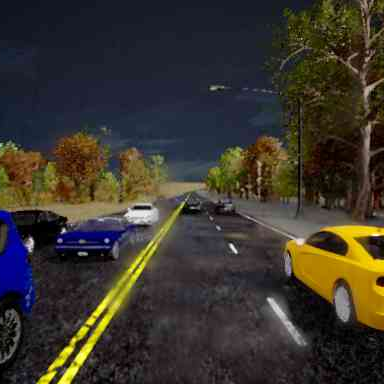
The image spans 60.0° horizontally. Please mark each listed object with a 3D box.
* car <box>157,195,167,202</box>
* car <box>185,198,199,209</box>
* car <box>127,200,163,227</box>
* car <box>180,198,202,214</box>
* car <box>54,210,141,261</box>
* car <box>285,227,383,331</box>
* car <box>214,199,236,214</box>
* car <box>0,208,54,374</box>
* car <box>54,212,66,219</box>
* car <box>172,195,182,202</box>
[{"bbox_3d":[-6.488,1.347,71.130,1.837,1.490,4.892,0,0,0],"label":"car"},{"bbox_3d":[0.036,1.534,46.056,1.895,1.301,4.718,0,0,1],"label":"car"},{"bbox_3d":[-3.311,1.492,22.622,1.812,1.442,4.674,0,0,0],"label":"car"},{"bbox_3d":[0.053,1.514,34.235,1.994,1.385,4.181,0,0,0],"label":"car"},{"bbox_3d":[-3.345,1.582,12.387,1.895,1.301,4.718,0,0,0],"label":"car"},{"bbox_3d":[3.364,1.440,6.789,1.882,1.535,5.008,1,-1,0],"label":"car"},{"bbox_3d":[3.280,1.434,33.888,2.128,1.511,4.902,0,0,0],"label":"car"},{"bbox_3d":[-3.351,1.217,2.626,2.150,2.045,5.566,0,0,0],"label":"car"},{"bbox_3d":[-6.596,1.457,13.303,1.882,1.535,5.008,0,0,0],"label":"car"},{"bbox_3d":[-3.239,1.325,71.129,1.882,1.535,5.008,0,0,0],"label":"car"}]
